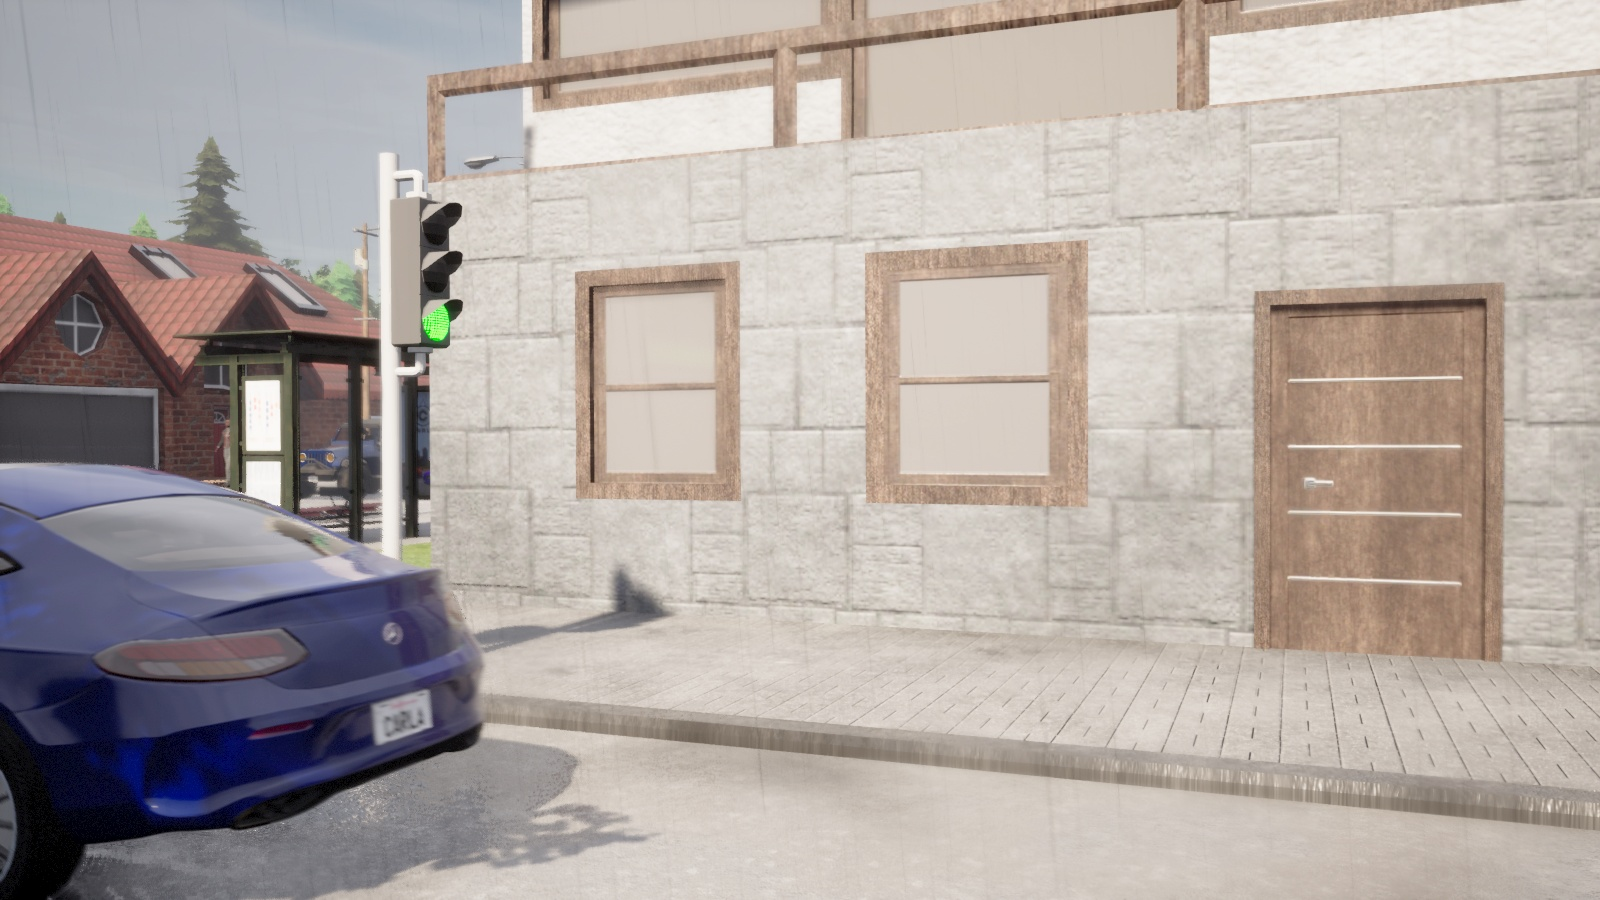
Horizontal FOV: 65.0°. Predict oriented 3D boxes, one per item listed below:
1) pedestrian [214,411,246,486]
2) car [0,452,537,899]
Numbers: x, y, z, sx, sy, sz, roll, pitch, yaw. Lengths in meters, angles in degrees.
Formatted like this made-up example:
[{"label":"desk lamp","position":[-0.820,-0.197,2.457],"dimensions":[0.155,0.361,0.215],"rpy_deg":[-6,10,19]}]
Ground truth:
[{"label":"pedestrian","position":[-14.880,-0.044,32.774],"dimensions":[0.402,1.930,0.666],"rpy_deg":[1,1,23]},{"label":"car","position":[-3.624,0.753,5.337],"dimensions":[4.674,1.442,1.812],"rpy_deg":[1,1,21]}]
